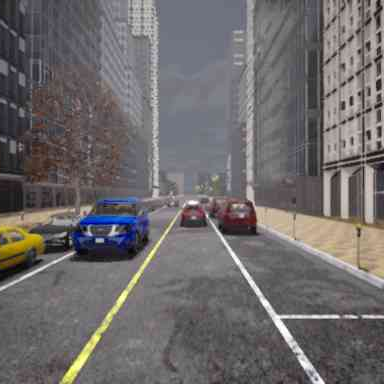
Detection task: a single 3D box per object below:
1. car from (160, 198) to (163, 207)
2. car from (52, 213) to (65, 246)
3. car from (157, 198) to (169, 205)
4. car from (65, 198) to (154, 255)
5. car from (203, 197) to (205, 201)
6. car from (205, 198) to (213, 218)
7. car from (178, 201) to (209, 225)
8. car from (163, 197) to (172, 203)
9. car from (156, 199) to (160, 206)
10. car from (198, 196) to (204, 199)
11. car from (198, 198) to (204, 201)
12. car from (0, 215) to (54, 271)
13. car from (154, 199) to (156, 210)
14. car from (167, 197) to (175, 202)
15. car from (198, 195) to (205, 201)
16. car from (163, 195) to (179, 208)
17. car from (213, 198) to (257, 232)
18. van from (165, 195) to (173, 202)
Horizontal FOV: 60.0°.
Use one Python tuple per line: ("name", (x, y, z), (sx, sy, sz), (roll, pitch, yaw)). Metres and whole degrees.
("car", (-5.648, 1.804, 54.688), (1.802, 1.307, 4.206), (0, 0, 0))
("car", (-5.677, 1.616, 14.844), (2.008, 1.369, 4.403), (0, 0, 0))
("car", (-5.640, 1.812, 66.074), (2.008, 1.369, 4.403), (0, 0, 0))
("car", (-3.090, 1.283, 13.909), (2.150, 2.045, 5.566), (0, 0, 0))
("car", (2.724, 1.707, 43.456), (1.752, 1.417, 4.829), (0, 0, 0))
("car", (2.717, 1.452, 31.904), (2.192, 1.841, 5.009), (0, 0, 0))
("car", (0.116, 1.635, 25.280), (1.812, 1.442, 4.674), (0, 0, 0))
("car", (-5.632, 1.845, 77.458), (1.887, 1.381, 4.507), (0, 0, 0))
("car", (-5.657, 1.746, 43.305), (1.947, 1.339, 4.313), (0, 0, 0))
("car", (2.745, 1.847, 71.747), (1.947, 1.339, 4.313), (0, 0, 0))
("car", (0.130, 1.776, 41.972), (1.895, 1.301, 4.718), (0, 0, 0))
("car", (-5.681, 1.566, 8.980), (1.752, 1.417, 4.829), (0, 0, 0))
("car", (-5.660, 1.709, 37.613), (2.008, 1.369, 4.403), (0, 0, 0))
("car", (-5.624, 1.919, 88.843), (1.802, 1.307, 4.206), (0, 0, 0))
("car", (2.762, 1.795, 94.514), (1.967, 1.590, 4.097), (0, 0, 0))
("car", (-3.033, 1.710, 53.822), (2.128, 1.511, 4.902), (0, 0, 0))
("car", (2.709, 1.405, 20.519), (2.192, 1.841, 5.009), (0, 0, 0))
("van", (-5.627, 1.660, 83.151), (1.690, 1.788, 3.998), (0, 0, 0))
